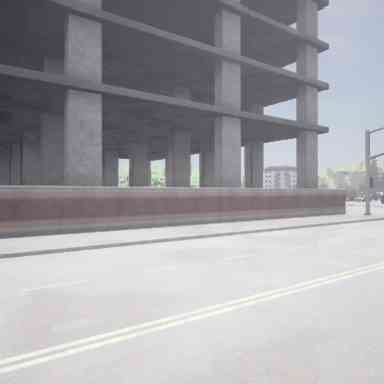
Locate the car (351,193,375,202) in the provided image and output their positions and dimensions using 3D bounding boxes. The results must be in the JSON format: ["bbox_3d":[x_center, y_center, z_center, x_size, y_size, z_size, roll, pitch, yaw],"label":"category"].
[{"bbox_3d":[35.467,1.393,69.127,3.806,1.475,1.970,0,0,-35],"label":"car"}]

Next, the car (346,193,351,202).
[{"bbox_3d":[33.795,1.361,71.490,3.905,1.438,1.784,0,0,-35],"label":"car"}]

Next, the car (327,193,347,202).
[{"bbox_3d":[32.203,1.151,73.651,4.605,1.855,1.932,0,0,-35],"label":"car"}]
